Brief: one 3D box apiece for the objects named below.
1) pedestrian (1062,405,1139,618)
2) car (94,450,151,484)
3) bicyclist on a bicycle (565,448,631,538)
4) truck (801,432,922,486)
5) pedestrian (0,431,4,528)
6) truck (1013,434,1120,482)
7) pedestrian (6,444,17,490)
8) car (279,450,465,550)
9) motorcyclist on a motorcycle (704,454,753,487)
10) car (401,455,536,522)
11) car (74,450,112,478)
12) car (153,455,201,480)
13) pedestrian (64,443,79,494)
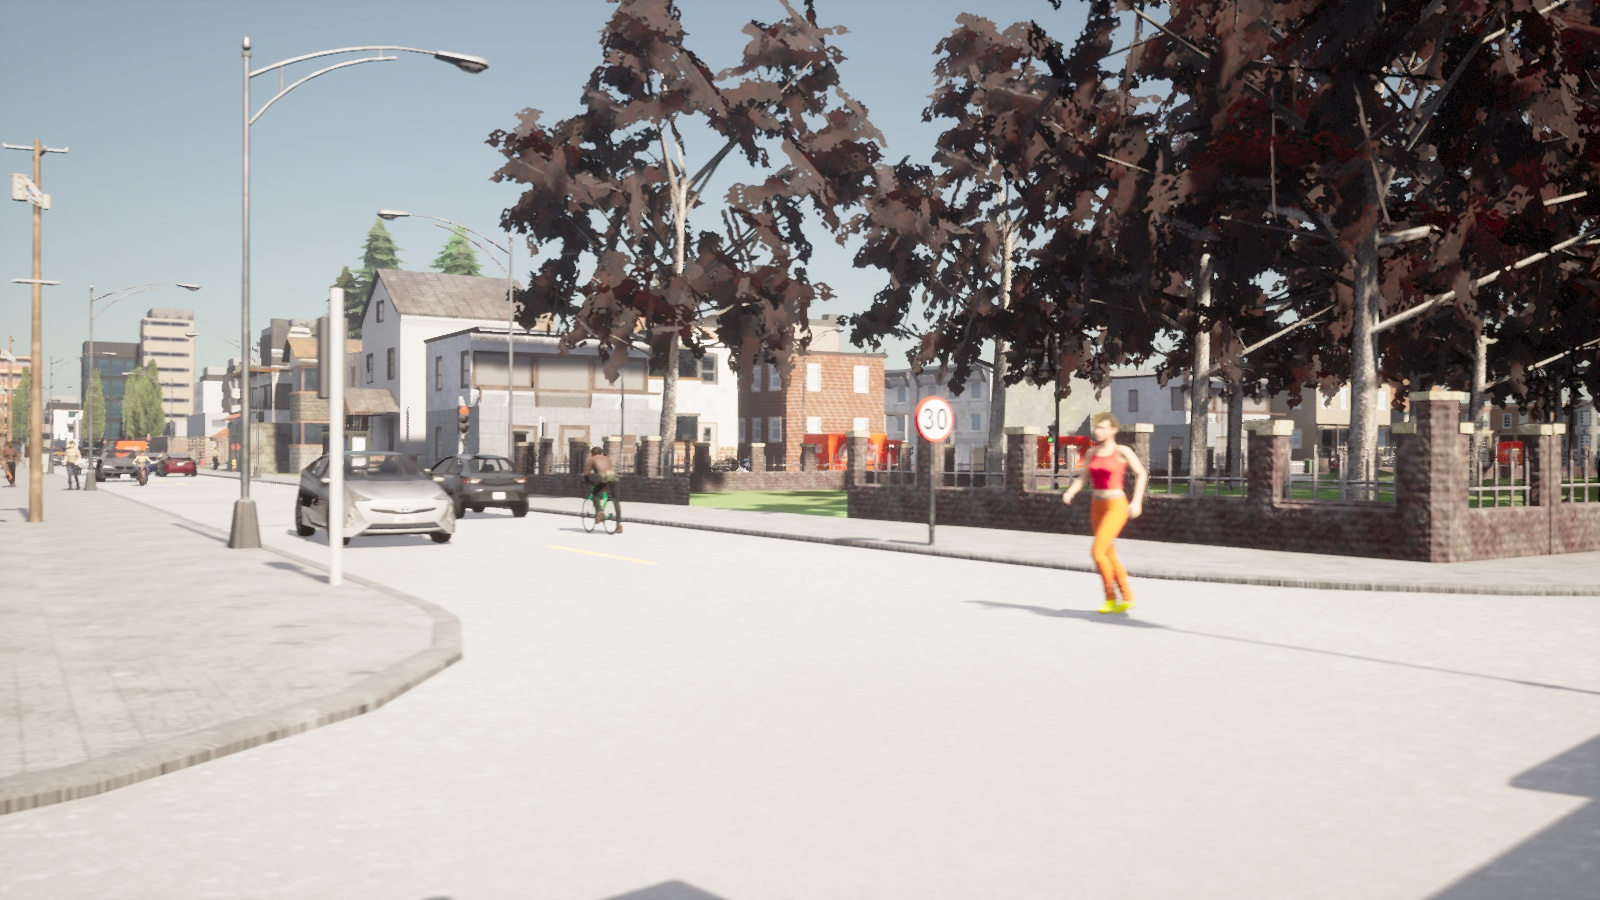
[{"bbox_3d":[2.662,0.531,11.126,0.594,1.836,0.345,0,0,-33],"label":"pedestrian"},{"bbox_3d":[-34.600,0.864,64.063,2.242,1.667,4.611,0,0,-33],"label":"car"},{"bbox_3d":[-3.762,0.776,23.298,0.582,1.620,1.656,0,0,-33],"label":"bicyclist on a bicycle"},{"bbox_3d":[2.938,0.428,59.693,5.204,2.467,2.627,0,0,-33],"label":"truck"},{"bbox_3d":[-15.504,0.561,23.921,0.634,1.846,0.331,0,0,34],"label":"pedestrian"},{"bbox_3d":[14.201,0.420,66.951,5.204,2.467,2.627,0,0,-32],"label":"truck"},{"bbox_3d":[-31.037,0.677,49.408,0.328,1.805,0.869,0,0,-34],"label":"pedestrian"},{"bbox_3d":[-7.451,0.774,21.571,2.007,1.525,4.514,0,0,-33],"label":"car"},{"bbox_3d":[-3.432,0.966,60.364,2.191,1.530,0.866,0,0,-33],"label":"motorcyclist on a motorcycle"},{"bbox_3d":[-7.948,0.866,29.889,1.816,1.474,4.193,0,0,-34],"label":"car"},{"bbox_3d":[-47.295,0.928,83.932,1.932,1.855,4.605,0,-1,-33],"label":"car"},{"bbox_3d":[-38.661,1.070,77.852,2.163,1.488,4.792,0,0,-33],"label":"car"},{"bbox_3d":[-26.502,0.655,45.678,0.345,1.836,0.594,0,0,-17],"label":"pedestrian"}]
